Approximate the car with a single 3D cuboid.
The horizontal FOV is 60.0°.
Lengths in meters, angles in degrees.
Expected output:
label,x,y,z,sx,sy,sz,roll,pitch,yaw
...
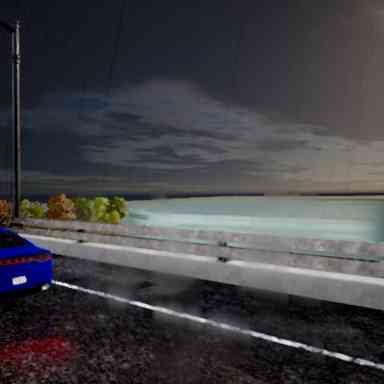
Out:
label,x,y,z,sx,sy,sz,roll,pitch,yaw
car,-5.305,1.561,7.811,5.008,1.535,1.882,-1,0,36
